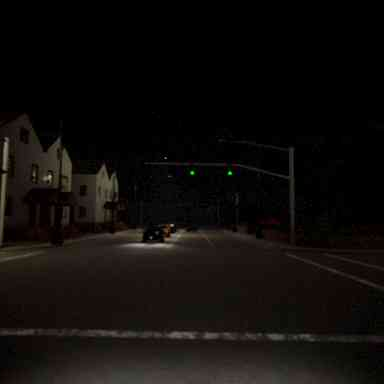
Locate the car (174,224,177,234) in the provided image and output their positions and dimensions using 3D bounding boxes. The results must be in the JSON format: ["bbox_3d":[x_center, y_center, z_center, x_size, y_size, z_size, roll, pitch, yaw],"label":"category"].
[{"bbox_3d":[-3.639,5.694,50.706,1.994,1.385,4.181,0,-5,0],"label":"car"}]

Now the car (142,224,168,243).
[{"bbox_3d":[-3.629,4.043,31.937,1.837,1.490,4.892,0,-5,0],"label":"car"}]

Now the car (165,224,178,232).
[{"bbox_3d":[-3.617,6.520,60.632,2.033,1.411,5.357,0,-5,0],"label":"car"}]

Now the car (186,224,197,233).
[{"bbox_3d":[-0.056,6.172,56.175,2.033,1.411,5.357,0,-5,0],"label":"car"}]

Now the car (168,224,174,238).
[{"bbox_3d":[-3.638,4.819,41.404,1.882,1.535,5.008,0,-5,0],"label":"car"}]
